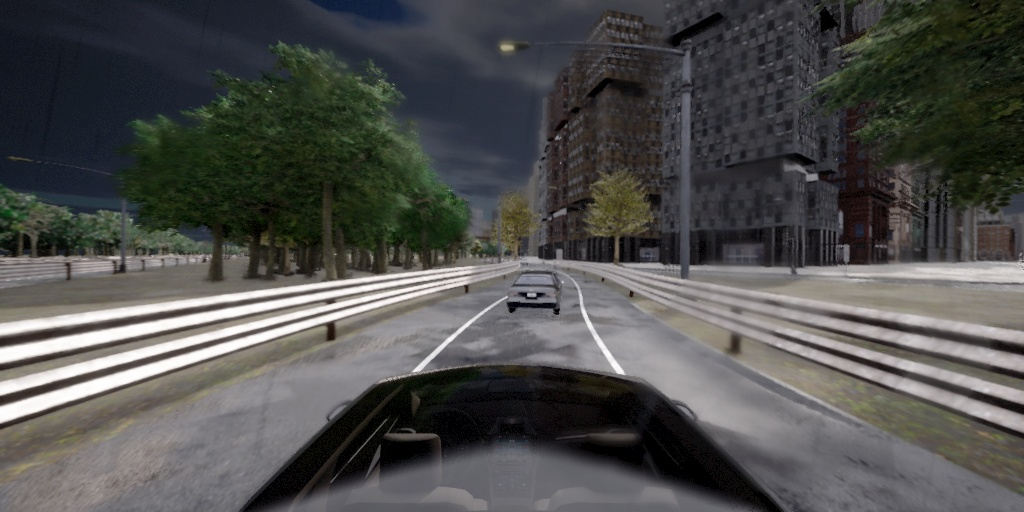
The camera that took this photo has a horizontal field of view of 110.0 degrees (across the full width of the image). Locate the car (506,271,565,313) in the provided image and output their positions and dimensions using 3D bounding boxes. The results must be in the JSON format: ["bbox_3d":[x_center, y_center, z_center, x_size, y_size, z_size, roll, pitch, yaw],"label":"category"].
[{"bbox_3d":[1.007,1.286,13.933,2.033,1.411,5.357,0,0,9],"label":"car"}]
